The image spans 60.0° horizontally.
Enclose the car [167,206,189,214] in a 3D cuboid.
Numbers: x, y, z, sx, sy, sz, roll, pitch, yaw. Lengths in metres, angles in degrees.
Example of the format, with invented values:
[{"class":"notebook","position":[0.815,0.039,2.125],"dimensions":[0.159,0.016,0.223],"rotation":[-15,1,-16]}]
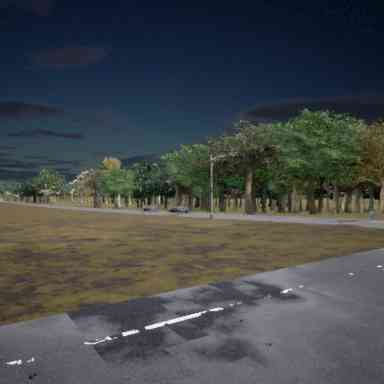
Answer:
[{"class":"car","position":[-2.627,3.268,61.811],"dimensions":[2.033,1.411,5.357],"rotation":[1,-2,-32]}]

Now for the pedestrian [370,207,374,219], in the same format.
[{"class":"pedestrian","position":[19.251,2.213,35.532],"dimensions":[0.375,1.300,0.375],"rotation":[-2,1,-33]}]

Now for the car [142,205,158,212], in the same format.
[{"class":"car","position":[-9.009,3.581,71.385],"dimensions":[2.128,1.511,4.902],"rotation":[1,-2,-33]}]
